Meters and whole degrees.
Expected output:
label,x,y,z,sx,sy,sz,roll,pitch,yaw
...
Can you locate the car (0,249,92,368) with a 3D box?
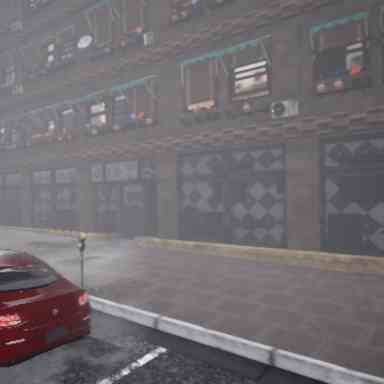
label,x,y,z,sx,sy,sz,roll,pitch,yaw
car,-3.332,1.584,5.266,4.206,1.307,1.802,0,-1,36
